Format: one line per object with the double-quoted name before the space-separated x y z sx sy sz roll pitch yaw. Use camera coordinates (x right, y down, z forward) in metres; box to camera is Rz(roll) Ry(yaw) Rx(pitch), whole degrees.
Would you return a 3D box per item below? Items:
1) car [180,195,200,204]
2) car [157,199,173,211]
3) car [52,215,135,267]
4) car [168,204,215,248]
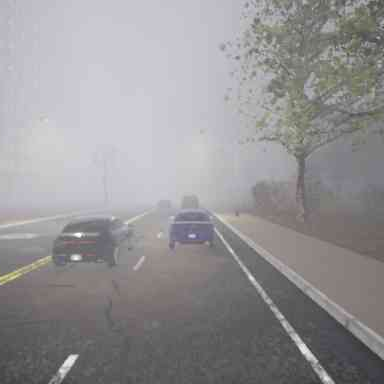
"car" -0.255 1.395 41.064 2.150 2.045 5.566 0 0 -1
"car" -3.531 1.669 43.766 1.882 1.535 5.008 0 0 -1
"car" -3.233 1.565 11.654 1.837 1.490 4.892 0 0 0
"car" -0.012 1.542 15.271 1.882 1.535 5.008 0 0 -1
